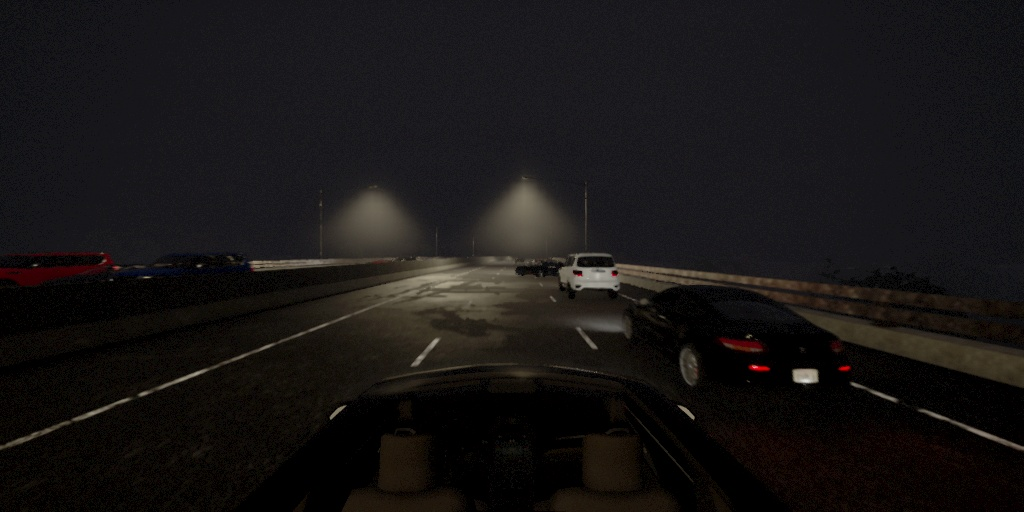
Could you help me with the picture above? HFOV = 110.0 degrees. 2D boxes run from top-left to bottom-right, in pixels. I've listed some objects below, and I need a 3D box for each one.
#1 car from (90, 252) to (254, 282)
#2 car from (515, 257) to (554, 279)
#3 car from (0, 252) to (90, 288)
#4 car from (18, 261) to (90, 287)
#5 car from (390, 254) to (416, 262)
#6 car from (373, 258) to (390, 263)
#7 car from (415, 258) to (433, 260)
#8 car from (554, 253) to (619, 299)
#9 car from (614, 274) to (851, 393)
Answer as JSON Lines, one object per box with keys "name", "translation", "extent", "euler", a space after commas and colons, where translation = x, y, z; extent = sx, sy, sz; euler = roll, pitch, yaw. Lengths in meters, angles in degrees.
{"name": "car", "translation": [-14.030, 0.854, 15.725], "extent": [2.150, 2.045, 5.566], "euler": [0, 0, 1]}
{"name": "car", "translation": [2.230, 1.063, 30.341], "extent": [2.128, 1.511, 4.902], "euler": [0, 0, -34]}
{"name": "car", "translation": [-21.028, 0.845, 15.843], "extent": [2.150, 2.045, 5.566], "euler": [0, 0, 1]}
{"name": "car", "translation": [-17.525, 1.118, 16.010], "extent": [2.128, 1.511, 4.902], "euler": [0, 0, 1]}
{"name": "car", "translation": [-16.678, 0.657, 56.426], "extent": [2.150, 2.045, 5.566], "euler": [0, 0, 2]}
{"name": "car", "translation": [-20.173, 1.027, 56.516], "extent": [1.895, 1.301, 4.718], "euler": [0, 0, 2]}
{"name": "car", "translation": [-13.182, 0.998, 56.362], "extent": [1.994, 1.385, 4.181], "euler": [0, 0, 2]}
{"name": "car", "translation": [3.567, 0.864, 17.525], "extent": [2.150, 2.045, 5.566], "euler": [0, 0, 1]}
{"name": "car", "translation": [3.503, 1.242, 6.574], "extent": [1.812, 1.442, 4.674], "euler": [0, 0, 0]}
